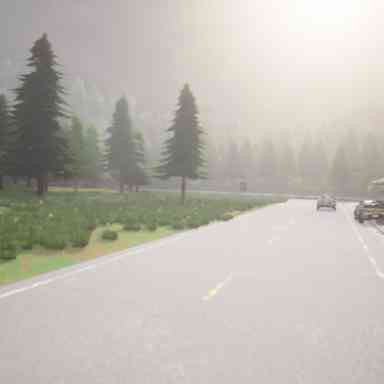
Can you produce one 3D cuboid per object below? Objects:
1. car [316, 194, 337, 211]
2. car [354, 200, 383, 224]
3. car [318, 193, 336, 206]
[{"bbox_3d":[14.083,1.110,34.816,2.033,1.411,5.357,3,2,23],"label":"car"},{"bbox_3d":[12.194,1.272,22.734,1.816,1.474,4.193,-4,0,20],"label":"car"},{"bbox_3d":[18.527,0.974,45.518,2.033,1.411,5.357,3,2,23],"label":"car"}]
